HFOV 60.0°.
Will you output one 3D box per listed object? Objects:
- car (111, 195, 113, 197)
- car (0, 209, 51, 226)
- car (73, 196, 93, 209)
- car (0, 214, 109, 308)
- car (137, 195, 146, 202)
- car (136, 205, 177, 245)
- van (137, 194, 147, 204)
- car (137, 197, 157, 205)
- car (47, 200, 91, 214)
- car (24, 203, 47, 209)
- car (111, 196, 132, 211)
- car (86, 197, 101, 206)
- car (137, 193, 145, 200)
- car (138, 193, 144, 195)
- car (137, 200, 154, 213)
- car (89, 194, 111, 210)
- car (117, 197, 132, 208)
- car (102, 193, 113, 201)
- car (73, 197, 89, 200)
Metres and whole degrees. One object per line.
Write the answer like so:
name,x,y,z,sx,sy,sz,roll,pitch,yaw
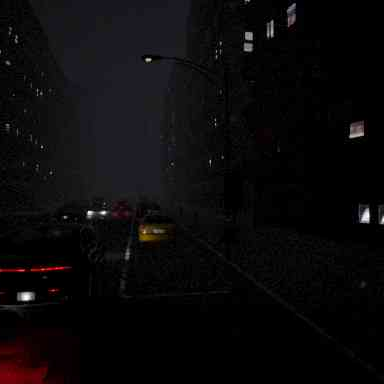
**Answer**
car,-20.655,1.567,79.510,2.008,1.369,4.403,1,0,-9
car,-7.006,1.560,12.120,2.033,1.411,5.357,0,0,-9
car,-15.280,1.463,46.703,1.967,1.590,4.097,1,0,-9
car,-3.189,1.509,7.994,1.837,1.490,4.892,0,0,-9
car,-11.496,1.444,75.449,1.967,1.590,4.097,1,0,-9
car,-1.674,1.530,15.470,1.752,1.417,4.829,1,0,-9
van,-9.703,1.348,64.512,1.690,1.788,3.998,1,0,-9
car,-3.435,1.448,26.238,1.967,1.590,4.097,1,0,-9
car,-9.122,1.582,25.076,1.994,1.385,4.181,0,0,-9
car,-11.672,1.547,24.664,1.752,1.417,4.829,1,0,-9
car,-8.399,1.540,40.160,1.812,1.442,4.674,0,0,-9
car,-17.072,1.566,57.639,1.887,1.381,4.507,1,0,-9
car,-14.180,1.312,91.852,2.192,1.841,5.009,1,0,-9
car,-8.809,1.448,59.045,1.967,1.590,4.097,1,0,-9
car,-5.229,1.592,37.173,1.802,1.307,4.206,1,0,-9
car,-11.845,1.401,42.283,2.097,1.767,4.553,0,0,-9
car,-10.101,1.561,50.333,2.033,1.411,5.357,0,0,-9
car,-21.546,1.329,84.978,2.192,1.841,5.009,1,0,-9
car,-14.386,1.569,41.235,1.887,1.381,4.507,1,0,-9
